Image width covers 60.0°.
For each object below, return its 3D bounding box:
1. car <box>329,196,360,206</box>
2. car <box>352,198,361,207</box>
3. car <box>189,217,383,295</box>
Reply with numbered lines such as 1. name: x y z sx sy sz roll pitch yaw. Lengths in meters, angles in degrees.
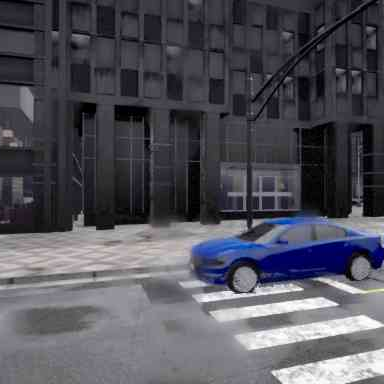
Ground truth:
1. car: 22.513 1.327 49.276 1.994 1.385 4.181 0 -1 -16
2. car: 20.472 1.324 44.988 1.895 1.301 4.718 0 -1 -16
3. car: 2.403 1.429 8.477 5.008 1.535 1.882 -1 0 -17
